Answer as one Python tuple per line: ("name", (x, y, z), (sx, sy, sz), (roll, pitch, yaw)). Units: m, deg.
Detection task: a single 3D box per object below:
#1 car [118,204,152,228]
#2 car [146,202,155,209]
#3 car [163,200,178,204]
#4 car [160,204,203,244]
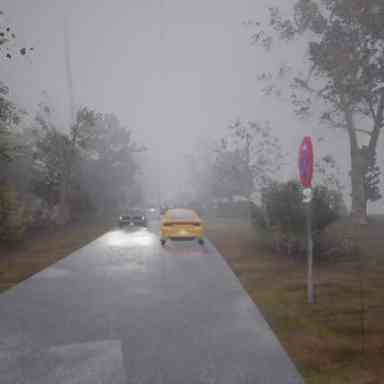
("car", (-4.024, 1.755, 23.432), (1.895, 1.301, 4.718), (0, -1, -5))
("car", (-8.148, 2.526, 63.976), (1.994, 1.385, 4.181), (0, -2, -5))
("car", (-2.398, 1.687, 36.825), (2.097, 1.767, 4.553), (0, -1, -6))
("car", (-0.551, 1.564, 16.367), (1.882, 1.535, 5.008), (0, 0, -4))
